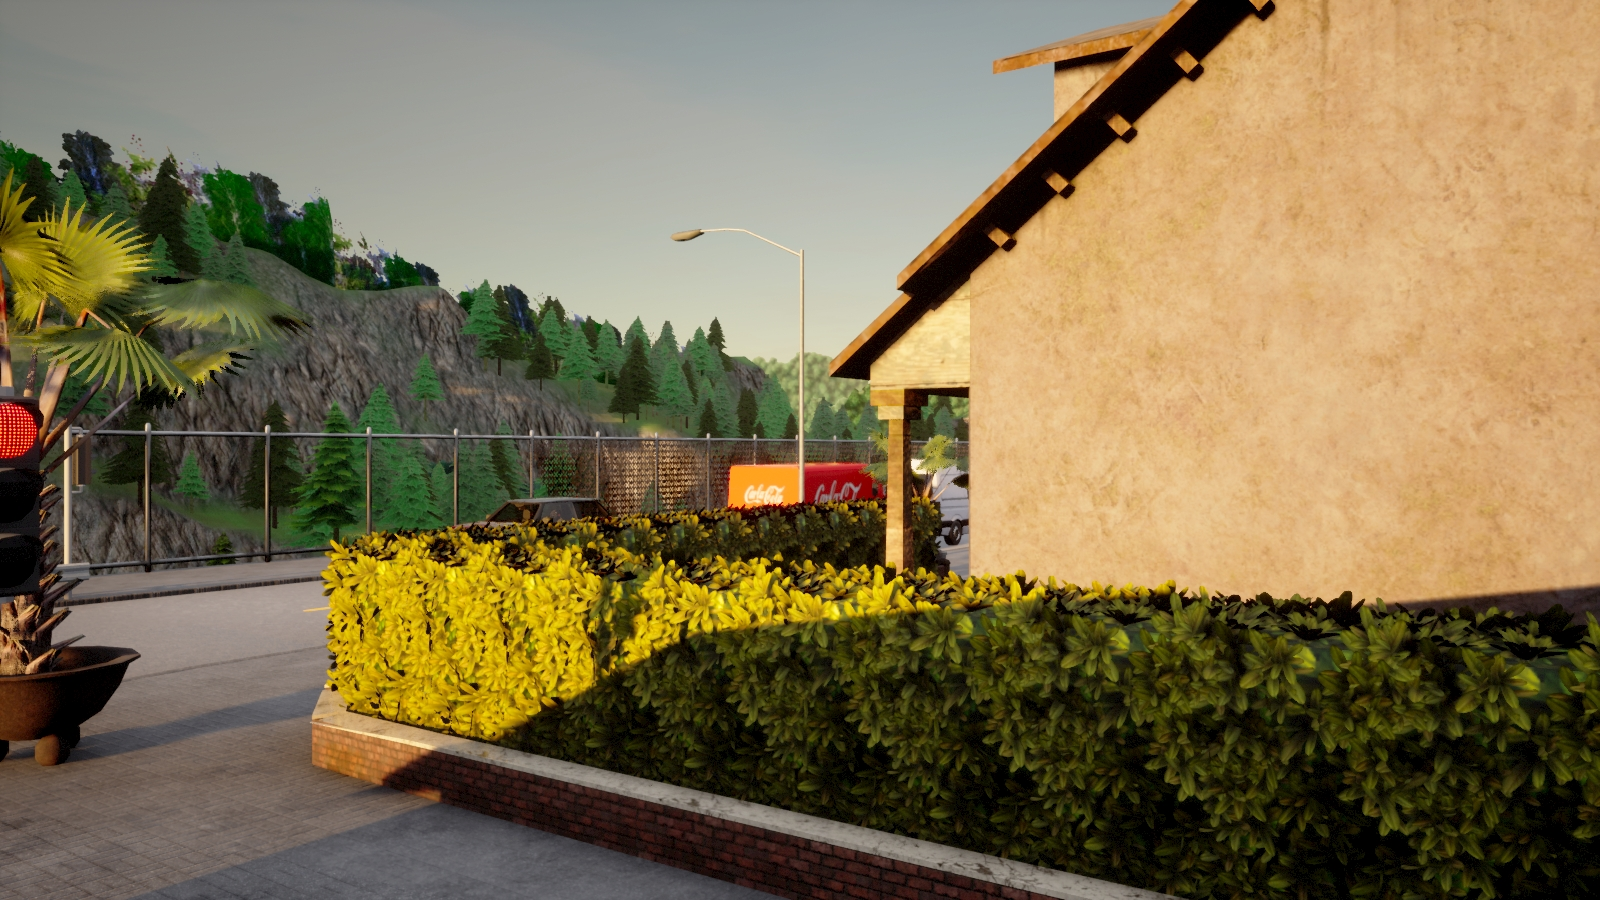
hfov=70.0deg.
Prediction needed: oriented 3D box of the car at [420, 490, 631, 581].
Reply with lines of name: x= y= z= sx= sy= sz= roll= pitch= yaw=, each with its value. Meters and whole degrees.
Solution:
car: x=-6.312 y=1.906 z=26.765 sx=2.097 sy=1.767 sz=4.553 roll=0 pitch=0 yaw=35

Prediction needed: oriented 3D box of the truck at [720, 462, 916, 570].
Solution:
truck: x=0.584 y=1.568 z=29.600 sx=2.627 sy=2.467 sz=5.204 roll=0 pitch=0 yaw=35
